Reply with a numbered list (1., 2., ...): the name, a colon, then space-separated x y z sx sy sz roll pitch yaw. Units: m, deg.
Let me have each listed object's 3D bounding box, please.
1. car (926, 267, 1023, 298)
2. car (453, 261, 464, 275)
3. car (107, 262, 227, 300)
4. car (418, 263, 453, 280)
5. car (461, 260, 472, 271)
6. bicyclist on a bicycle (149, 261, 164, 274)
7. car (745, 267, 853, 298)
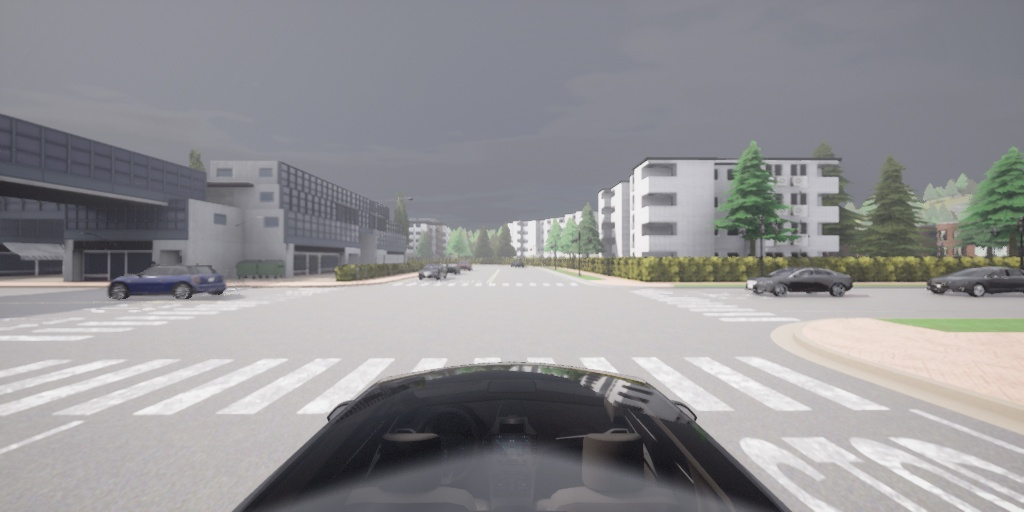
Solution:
1. car: 24.895 1.349 18.901 4.892 1.490 1.837 0 0 0
2. car: -7.385 1.621 43.485 1.895 1.301 4.718 0 0 0
3. car: -17.104 1.207 17.882 4.553 1.767 2.097 0 0 0
4. car: -7.334 1.448 33.576 2.128 1.511 4.902 0 0 1
5. car: -7.501 1.455 56.437 2.097 1.767 4.553 0 0 0
6. bicyclist on a bicycle: -25.440 1.208 25.611 0.582 1.620 1.656 0 0 0
7. car: 14.957 1.335 18.831 4.902 1.511 2.128 0 0 0
